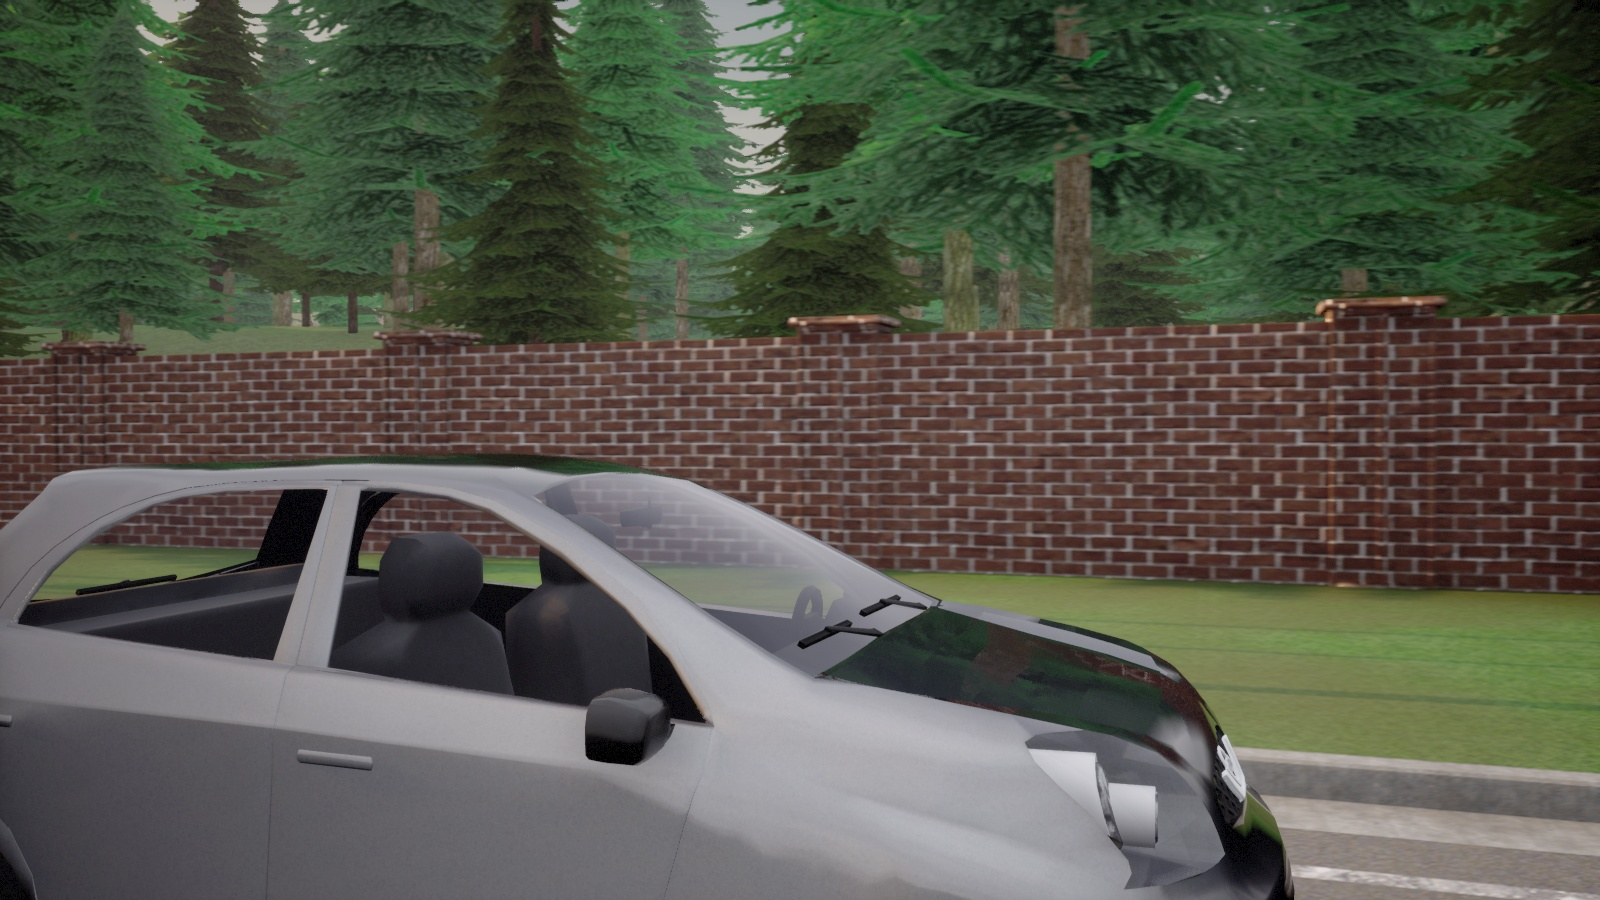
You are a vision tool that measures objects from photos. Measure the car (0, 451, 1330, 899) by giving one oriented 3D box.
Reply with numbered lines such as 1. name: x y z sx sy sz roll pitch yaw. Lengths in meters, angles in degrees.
1. car: -0.614 0.784 3.400 3.633 1.501 1.845 1 1 19
